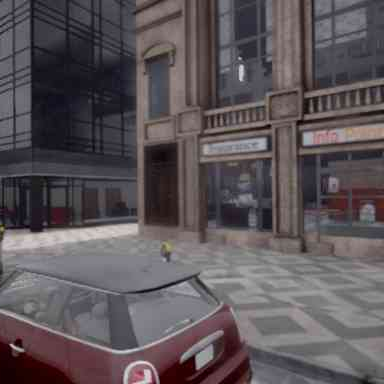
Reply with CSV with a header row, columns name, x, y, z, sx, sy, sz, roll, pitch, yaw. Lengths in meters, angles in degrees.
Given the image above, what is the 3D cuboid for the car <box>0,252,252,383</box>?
name,x,y,z,sx,sy,sz,roll,pitch,yaw
car,-1.471,1.476,4.017,4.097,1.590,1.967,-1,-1,36
